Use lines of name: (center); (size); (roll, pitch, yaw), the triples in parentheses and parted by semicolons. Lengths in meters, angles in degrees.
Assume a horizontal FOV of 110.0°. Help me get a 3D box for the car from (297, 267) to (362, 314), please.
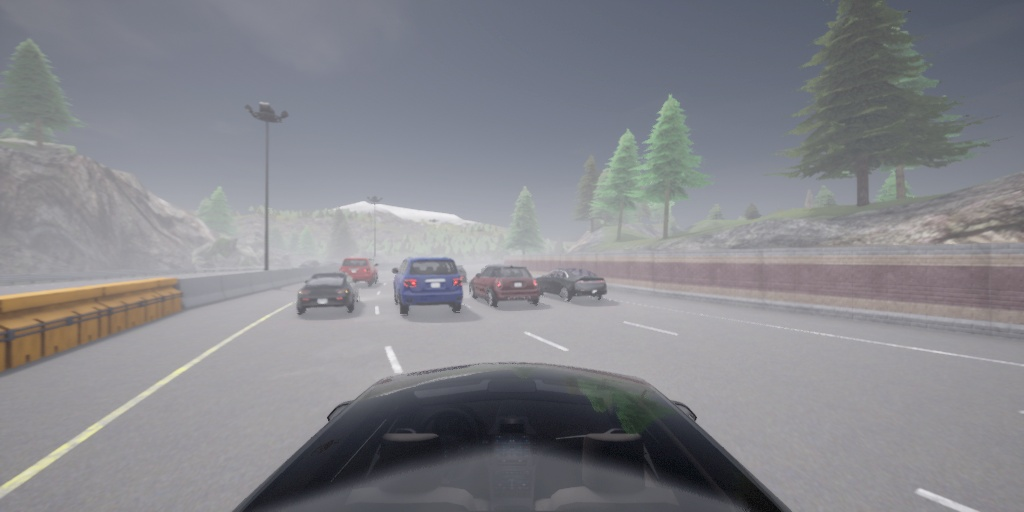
car: (-7.153, 1.354, 14.222); (1.812, 1.442, 4.674); (0, 0, -20)

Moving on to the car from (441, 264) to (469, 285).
car: (-4.808, 1.434, 29.530); (1.837, 1.490, 4.892); (0, 0, -14)

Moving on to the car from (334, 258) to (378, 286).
car: (-11.314, 1.133, 26.683); (2.150, 2.045, 5.566); (0, 0, -15)

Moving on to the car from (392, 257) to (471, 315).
car: (-3.472, 1.055, 14.309); (2.150, 2.045, 5.566); (0, 0, -21)

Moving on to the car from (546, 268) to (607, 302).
car: (2.722, 1.346, 17.773); (2.128, 1.511, 4.902); (0, 0, -20)

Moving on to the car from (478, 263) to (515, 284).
car: (-1.442, 1.427, 30.488); (2.128, 1.511, 4.902); (0, 0, -14)

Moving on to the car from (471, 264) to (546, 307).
car: (-0.496, 1.195, 16.396); (2.097, 1.767, 4.553); (0, -1, -20)
